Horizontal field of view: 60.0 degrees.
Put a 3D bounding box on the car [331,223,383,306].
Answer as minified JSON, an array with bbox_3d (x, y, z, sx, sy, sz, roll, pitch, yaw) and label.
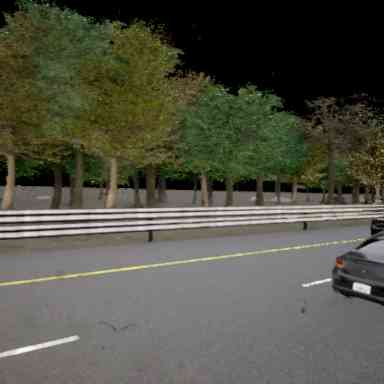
[{"bbox_3d":[4.875,1.550,7.120,4.674,1.442,1.812,1,1,-34],"label":"car"}]

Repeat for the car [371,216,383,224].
[{"bbox_3d":[9.962,1.539,14.822,5.008,1.535,1.882,1,1,-34],"label":"car"}]
